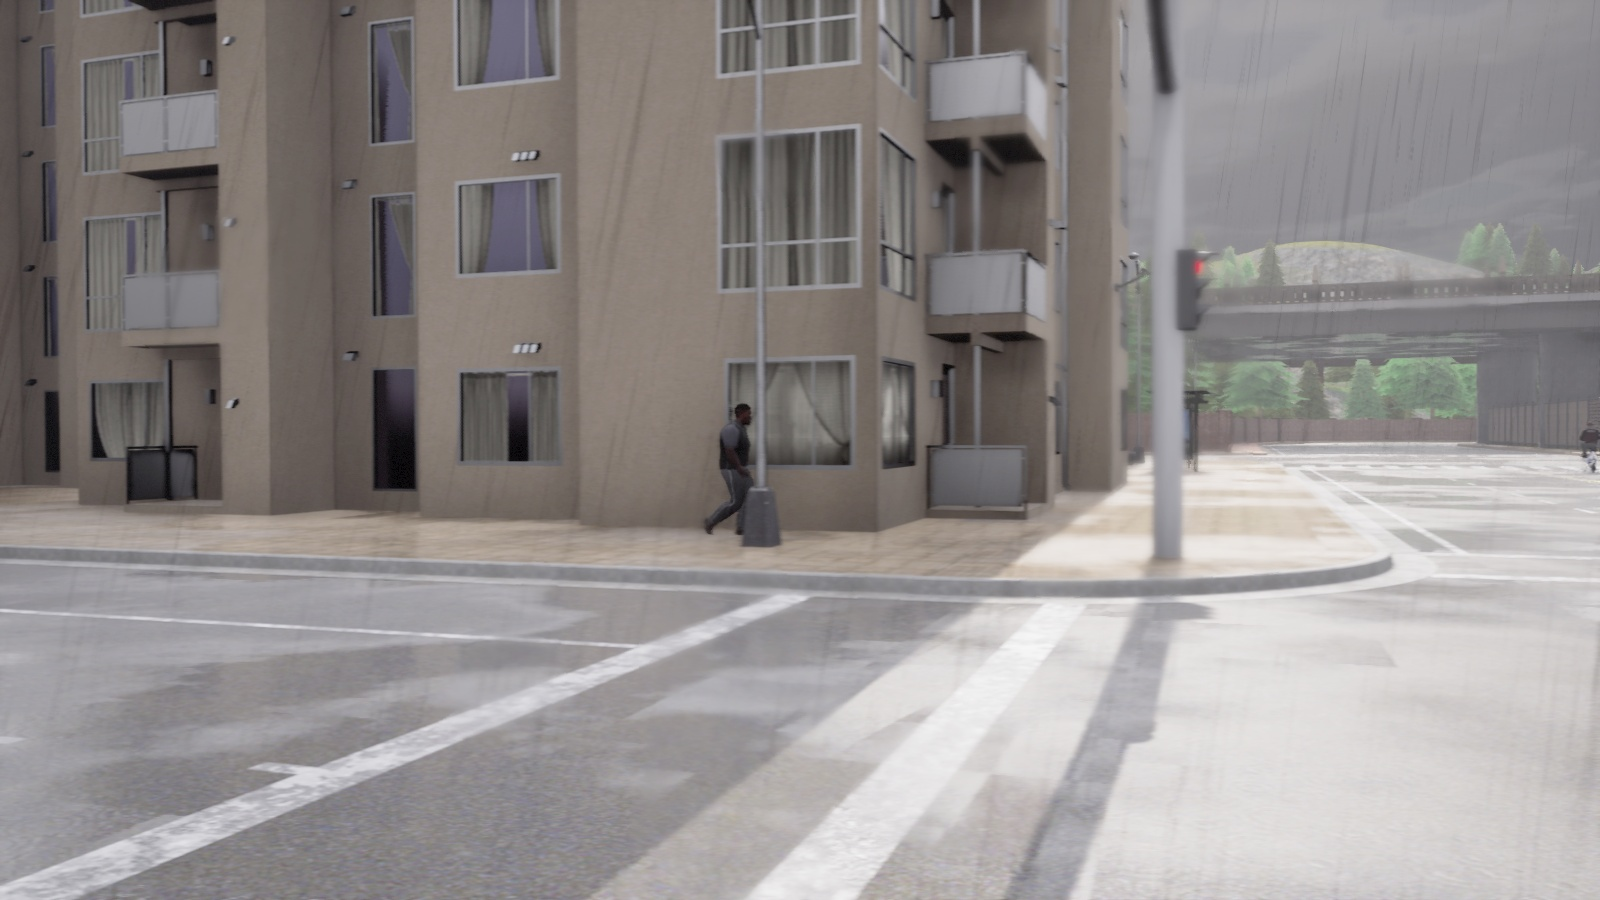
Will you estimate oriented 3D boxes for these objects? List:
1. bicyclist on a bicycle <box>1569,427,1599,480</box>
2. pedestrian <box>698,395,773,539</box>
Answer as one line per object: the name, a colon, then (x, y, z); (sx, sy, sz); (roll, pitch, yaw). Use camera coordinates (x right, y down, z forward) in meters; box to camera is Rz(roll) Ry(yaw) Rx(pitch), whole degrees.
bicyclist on a bicycle: (27.072, 0.107, 43.202); (0.659, 1.776, 1.843); (1, 1, 19)
pedestrian: (-0.857, 0.214, 16.739); (0.849, 1.883, 0.563); (0, 1, 17)
